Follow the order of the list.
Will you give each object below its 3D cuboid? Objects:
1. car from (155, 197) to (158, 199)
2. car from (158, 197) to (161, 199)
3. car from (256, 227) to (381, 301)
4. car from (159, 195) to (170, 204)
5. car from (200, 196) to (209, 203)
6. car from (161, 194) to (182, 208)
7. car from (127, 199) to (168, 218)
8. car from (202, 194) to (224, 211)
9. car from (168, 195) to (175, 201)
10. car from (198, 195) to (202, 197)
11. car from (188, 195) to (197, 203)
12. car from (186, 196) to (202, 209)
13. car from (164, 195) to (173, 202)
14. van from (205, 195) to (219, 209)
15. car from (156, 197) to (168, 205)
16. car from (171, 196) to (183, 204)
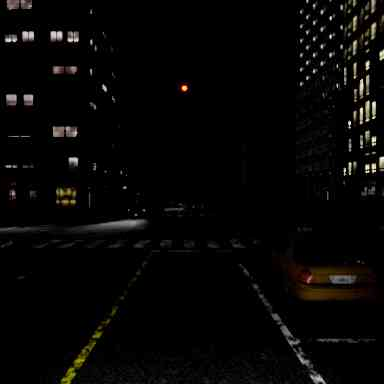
[{"bbox_3d":[-5.636,1.567,40.502,2.008,1.369,4.403,0,0,0],"label":"car"},{"bbox_3d":[-5.613,1.588,57.081,2.008,1.369,4.403,0,0,0],"label":"car"},{"bbox_3d":[2.698,1.526,8.247,1.752,1.417,4.829,0,0,0],"label":"car"},{"bbox_3d":[-5.599,1.496,68.135,1.967,1.590,4.097,0,0,0],"label":"car"},{"bbox_3d":[2.790,1.611,73.650,1.887,1.381,4.507,0,0,0],"label":"car"},{"bbox_3d":[-3.035,1.251,49.673,2.150,2.045,5.566,0,0,-1],"label":"car"},{"bbox_3d":[-4.119,1.621,30.296,1.895,1.301,4.718,0,0,16],"label":"car"},{"bbox_3d":[2.742,1.332,40.490,2.192,1.841,5.009,0,0,0],"label":"car"},{"bbox_3d":[-5.567,1.624,90.072,1.752,1.417,4.829,0,0,0],"label":"car"},{"bbox_3d":[2.773,1.361,62.596,2.192,1.841,5.009,0,0,0],"label":"car"},{"bbox_3d":[0.103,1.543,73.095,1.882,1.535,5.008,0,0,0],"label":"car"},{"bbox_3d":[0.164,1.622,44.859,1.895,1.301,4.718,0,0,0],"label":"car"},{"bbox_3d":[-5.583,1.516,79.188,1.967,1.590,4.097,0,0,0],"label":"car"},{"bbox_3d":[2.750,1.363,46.016,1.690,1.788,3.998,0,0,0],"label":"van"},{"bbox_3d":[-5.606,1.591,62.607,1.887,1.381,4.507,0,0,0],"label":"car"},{"bbox_3d":[-2.936,1.599,65.497,2.033,1.411,5.357,0,0,1],"label":"car"}]
